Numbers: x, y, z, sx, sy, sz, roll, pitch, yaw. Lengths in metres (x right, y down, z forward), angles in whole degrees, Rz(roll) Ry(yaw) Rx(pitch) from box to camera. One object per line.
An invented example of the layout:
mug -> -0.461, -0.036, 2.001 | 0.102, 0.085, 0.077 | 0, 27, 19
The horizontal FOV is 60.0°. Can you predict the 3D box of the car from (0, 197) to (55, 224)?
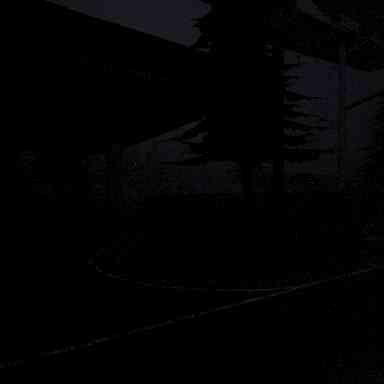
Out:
car -> -11.900, 1.313, 23.522 | 3.866, 1.878, 1.905 | 0, 0, -36
